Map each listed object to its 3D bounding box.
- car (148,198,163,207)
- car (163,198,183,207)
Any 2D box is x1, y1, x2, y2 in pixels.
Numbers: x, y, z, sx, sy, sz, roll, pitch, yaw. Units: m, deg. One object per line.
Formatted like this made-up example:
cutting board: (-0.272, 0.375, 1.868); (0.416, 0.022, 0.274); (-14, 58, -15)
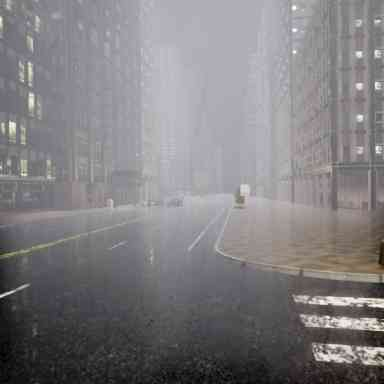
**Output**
car: (-5.867, 1.666, 54.401); (2.128, 1.511, 4.902); (-1, 0, 8)
car: (-2.647, 1.678, 53.956); (2.033, 1.411, 5.357); (-1, 0, 8)
